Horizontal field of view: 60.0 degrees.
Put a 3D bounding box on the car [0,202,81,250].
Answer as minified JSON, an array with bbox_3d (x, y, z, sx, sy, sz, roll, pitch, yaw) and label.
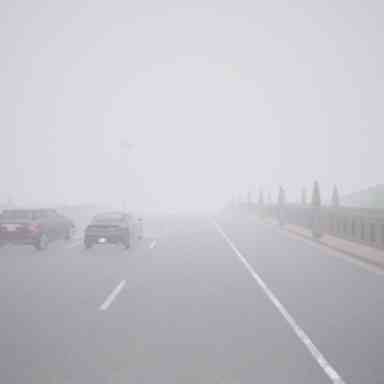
[{"bbox_3d":[-6.899,1.440,14.839,2.097,1.767,4.553,0,0,0],"label":"car"}]

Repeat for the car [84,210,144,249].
[{"bbox_3d":[-3.399,1.595,15.041,1.837,1.490,4.892,0,0,0],"label":"car"}]

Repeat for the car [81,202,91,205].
[{"bbox_3d":[-14.081,2.063,43.269,1.882,1.535,5.008,0,-3,0],"label":"car"}]

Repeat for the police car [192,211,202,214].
[{"bbox_3d":[1.057,4.578,67.542,1.930,1.638,5.238,0,-8,0],"label":"police car"}]

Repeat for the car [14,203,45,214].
[{"bbox_3d":[-21.086,2.156,43.421,1.994,1.385,4.181,0,-3,-1],"label":"car"}]

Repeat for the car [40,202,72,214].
[{"bbox_3d":[-17.583,2.078,43.320,2.128,1.511,4.902,0,-3,0],"label":"car"}]
